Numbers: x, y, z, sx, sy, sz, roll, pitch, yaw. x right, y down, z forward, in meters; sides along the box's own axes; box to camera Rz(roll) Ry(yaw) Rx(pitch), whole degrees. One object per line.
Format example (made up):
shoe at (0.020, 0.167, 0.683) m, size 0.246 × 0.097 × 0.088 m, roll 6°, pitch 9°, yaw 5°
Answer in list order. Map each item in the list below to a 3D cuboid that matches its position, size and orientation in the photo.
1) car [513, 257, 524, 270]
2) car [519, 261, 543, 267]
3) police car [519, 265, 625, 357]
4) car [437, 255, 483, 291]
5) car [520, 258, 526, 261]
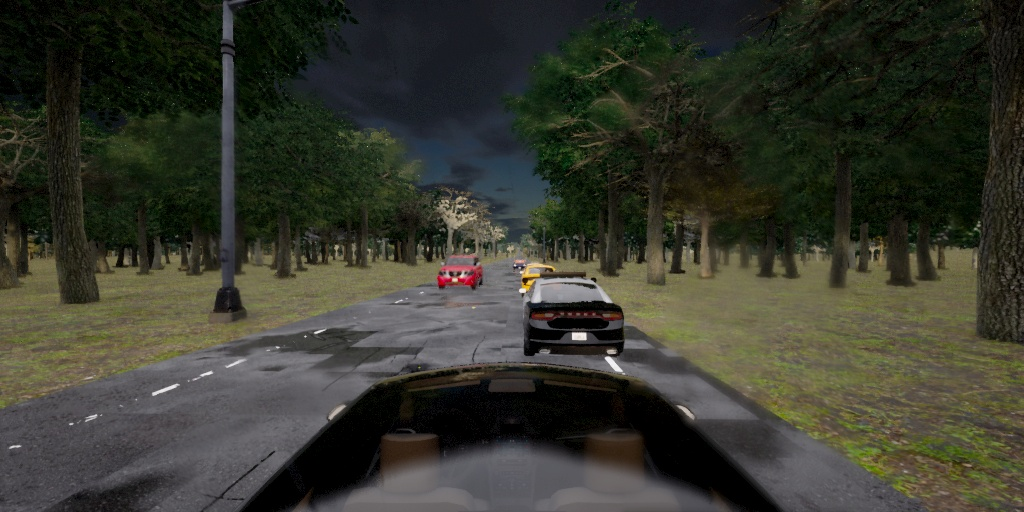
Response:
car at (1.092, 1.228, 48.582) m, size 1.895 × 1.301 × 4.718 m, roll 0°, pitch 0°, yaw 2°
car at (1.432, 1.208, 18.609) m, size 1.882 × 1.535 × 5.008 m, roll 0°, pitch 0°, yaw 1°
police car at (1.209, 1.170, 8.719) m, size 1.930 × 1.638 × 5.238 m, roll 0°, pitch 0°, yaw 1°
car at (-3.038, 0.944, 22.179) m, size 2.150 × 2.045 × 5.566 m, roll 0°, pitch 0°, yaw 1°
car at (1.572, 1.172, 24.797) m, size 1.801 × 1.575 × 5.366 m, roll 0°, pitch 0°, yaw 1°
